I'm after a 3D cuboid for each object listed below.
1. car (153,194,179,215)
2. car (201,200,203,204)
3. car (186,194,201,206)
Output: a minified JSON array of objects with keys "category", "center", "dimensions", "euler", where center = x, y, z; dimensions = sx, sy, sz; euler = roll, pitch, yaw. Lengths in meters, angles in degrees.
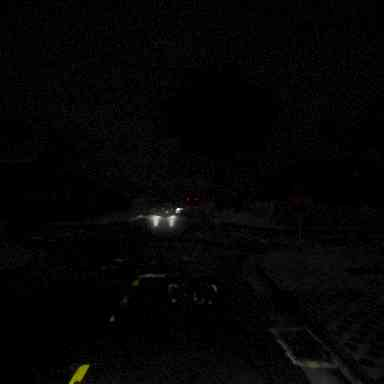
[{"category":"car","center":[-2.820,1.273,35.282],"dimensions":[2.150,2.045,5.566],"euler":[0,0,0]},{"category":"car","center":[0.957,1.809,70.722],"dimensions":[1.994,1.385,4.181],"euler":[0,-1,13]},{"category":"car","center":[0.046,1.450,60.159],"dimensions":[2.150,2.045,5.566],"euler":[0,0,1]}]
